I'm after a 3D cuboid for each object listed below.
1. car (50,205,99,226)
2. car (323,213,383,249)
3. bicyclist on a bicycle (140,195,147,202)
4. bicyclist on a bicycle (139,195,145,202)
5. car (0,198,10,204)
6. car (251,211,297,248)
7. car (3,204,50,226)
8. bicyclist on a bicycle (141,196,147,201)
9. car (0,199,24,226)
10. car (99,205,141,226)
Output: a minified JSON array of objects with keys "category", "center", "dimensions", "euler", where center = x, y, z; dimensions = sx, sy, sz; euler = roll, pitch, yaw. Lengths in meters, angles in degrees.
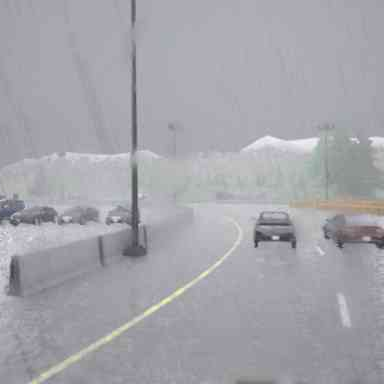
[{"category":"car","center":[-8.839,1.821,26.351],"dimensions":[2.128,1.511,4.902],"euler":[0,-1,4]},{"category":"car","center":[7.366,1.689,15.426],"dimensions":[1.812,1.442,4.674],"euler":[0,0,12]},{"category":"bicyclist on a bicycle","center":[-13.329,1.817,91.358],"dimensions":[0.582,1.620,1.656],"euler":[-1,-23,32]},{"category":"bicyclist on a bicycle","center":[-13.758,1.822,91.642],"dimensions":[0.582,1.620,1.656],"euler":[0,-23,33]},{"category":"car","center":[-47.200,2.218,81.961],"dimensions":[4.892,1.490,1.837],"euler":[0,0,33]},{"category":"car","center":[3.899,1.673,15.901],"dimensions":[2.128,1.511,4.902],"euler":[0,-1,12]},{"category":"car","center":[-12.350,1.860,26.383],"dimensions":[1.837,1.490,4.892],"euler":[0,-2,4]},{"category":"bicyclist on a bicycle","center":[-12.855,1.816,91.035],"dimensions":[0.582,1.620,1.656],"euler":[1,-21,33]},{"category":"car","center":[-15.775,1.641,27.323],"dimensions":[2.150,2.045,5.566],"euler":[-1,-1,2]},{"category":"car","center":[-5.336,1.817,26.338],"dimensions":[2.128,1.511,4.902],"euler":[0,-1,3]}]
